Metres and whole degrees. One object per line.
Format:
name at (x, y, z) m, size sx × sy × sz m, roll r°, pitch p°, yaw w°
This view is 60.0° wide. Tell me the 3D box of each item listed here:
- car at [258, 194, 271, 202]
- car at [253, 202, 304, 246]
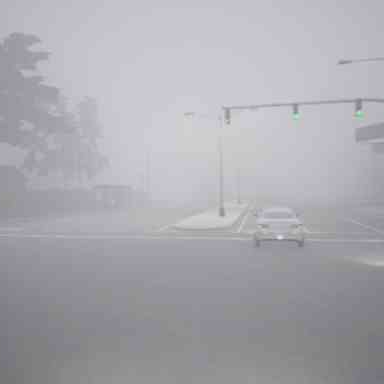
car at (11.590, 0.977, 53.030) m, size 1.812 × 1.442 × 4.674 m, roll -1°, pitch 0°, yaw 12°
car at (3.631, 1.368, 14.233) m, size 1.812 × 1.442 × 4.674 m, roll -1°, pitch 0°, yaw 12°
